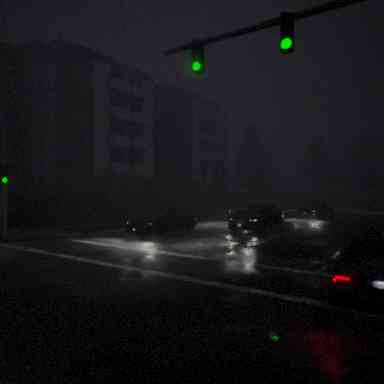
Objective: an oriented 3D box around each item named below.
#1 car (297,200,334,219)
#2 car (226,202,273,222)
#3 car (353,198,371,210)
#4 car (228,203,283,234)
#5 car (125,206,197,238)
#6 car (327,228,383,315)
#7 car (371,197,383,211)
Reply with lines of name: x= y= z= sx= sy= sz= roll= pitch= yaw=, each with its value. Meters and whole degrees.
car: x=10.834 y=1.491 z=29.010 sx=1.837 sy=1.490 sz=4.892 roll=0 pitch=0 yaw=42
car: x=4.801 y=1.580 z=27.115 sx=1.895 sy=1.301 sz=4.718 roll=0 pitch=0 yaw=37
car: x=22.754 y=1.480 z=42.559 sx=4.902 sy=1.511 sz=2.128 roll=0 pitch=0 yaw=-27
car: x=3.855 y=1.477 z=19.537 sx=2.128 sy=1.511 sz=4.902 roll=0 pitch=0 yaw=34
car: x=-1.492 y=1.506 z=17.781 sx=1.812 sy=1.442 sz=4.674 roll=0 pitch=0 yaw=33
car: x=4.410 y=1.546 z=7.466 sx=2.033 sy=1.411 sz=5.357 roll=0 pitch=0 yaw=33
car: x=24.323 y=1.216 z=39.478 sx=5.566 sy=2.045 sz=2.150 roll=0 pitch=0 yaw=-26
